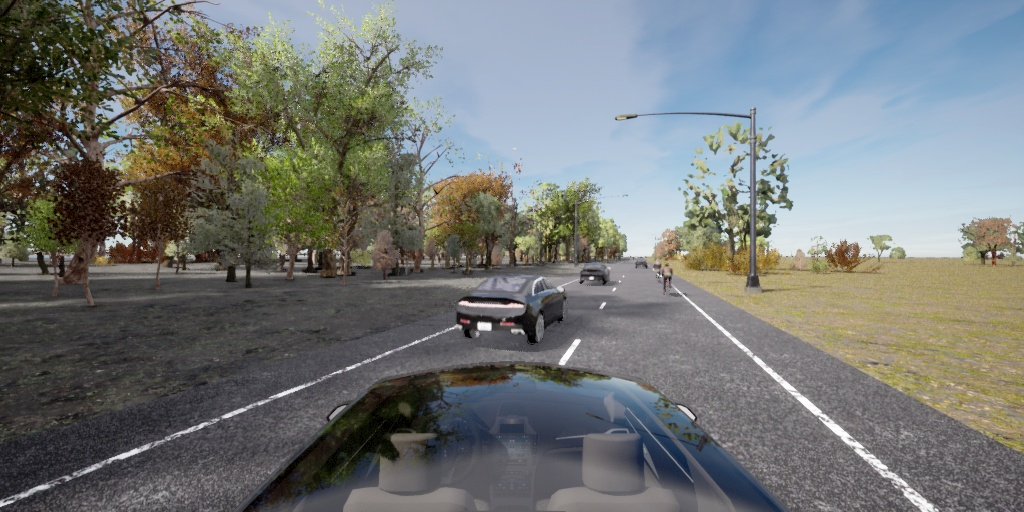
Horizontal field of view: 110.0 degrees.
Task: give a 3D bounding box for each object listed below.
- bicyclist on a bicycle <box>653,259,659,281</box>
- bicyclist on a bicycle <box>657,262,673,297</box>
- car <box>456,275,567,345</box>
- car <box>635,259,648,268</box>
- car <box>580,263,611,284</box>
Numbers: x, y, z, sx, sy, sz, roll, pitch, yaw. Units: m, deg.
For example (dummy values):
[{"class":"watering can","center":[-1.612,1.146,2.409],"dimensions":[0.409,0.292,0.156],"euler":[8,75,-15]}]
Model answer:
[{"class":"bicyclist on a bicycle","center":[10.975,1.126,27.070],"dimensions":[0.659,1.776,1.843],"euler":[0,0,19]},{"class":"bicyclist on a bicycle","center":[7.785,1.206,17.996],"dimensions":[0.582,1.620,1.656],"euler":[0,0,19]},{"class":"car","center":[0.242,1.242,9.703],"dimensions":[2.128,1.511,4.902],"euler":[0,0,19]},{"class":"car","center":[21.402,1.269,59.337],"dimensions":[1.837,1.490,4.892],"euler":[0,0,19]},{"class":"car","center":[6.269,1.259,26.847],"dimensions":[1.837,1.490,4.892],"euler":[0,0,19]}]
